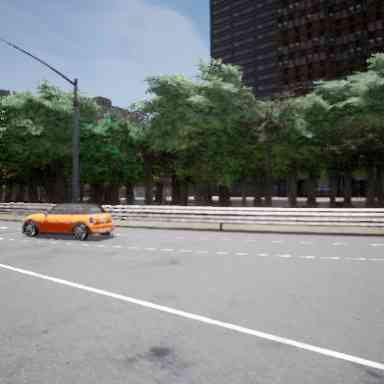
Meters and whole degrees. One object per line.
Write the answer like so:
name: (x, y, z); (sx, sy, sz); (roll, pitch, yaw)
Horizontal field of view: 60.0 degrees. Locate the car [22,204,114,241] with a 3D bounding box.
car: (-6.292, 1.368, 16.847); (4.553, 1.767, 2.097); (0, 0, 21)
